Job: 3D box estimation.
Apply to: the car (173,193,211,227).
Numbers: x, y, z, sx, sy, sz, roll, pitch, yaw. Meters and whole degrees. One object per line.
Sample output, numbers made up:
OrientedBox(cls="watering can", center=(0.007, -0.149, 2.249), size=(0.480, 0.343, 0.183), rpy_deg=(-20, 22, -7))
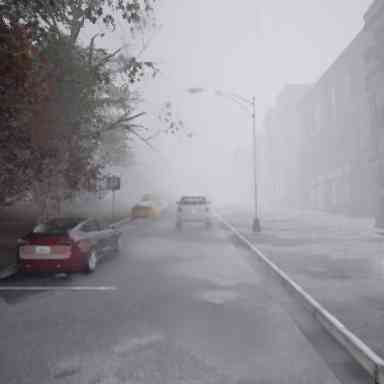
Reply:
OrientedBox(cls="car", center=(0.100, 1.211, 22.652), size=(2.150, 2.045, 5.566), rpy_deg=(0, 0, 0))

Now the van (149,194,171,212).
OrientedBox(cls="van", center=(-3.649, 1.228, 38.627), size=(1.878, 1.987, 4.442), rpy_deg=(0, 0, 2))

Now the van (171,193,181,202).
OrientedBox(cls="van", center=(-3.649, 1.225, 77.620), size=(1.878, 1.987, 4.442), rpy_deg=(0, 0, 2))

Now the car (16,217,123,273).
OrientedBox(cls="car", center=(-3.652, 1.507, 10.686), size=(2.163, 1.488, 4.792), rpy_deg=(0, 0, 2))

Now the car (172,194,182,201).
OrientedBox(cls="car", center=(-3.655, 1.325, 83.043), size=(2.185, 1.767, 4.553), rpy_deg=(0, 0, 2))

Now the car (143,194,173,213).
OrientedBox(cls="car", center=(-3.653, 1.207, 32.969), size=(2.435, 2.045, 5.566), rpy_deg=(0, 0, 2))

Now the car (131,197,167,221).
OrientedBox(cls="car", center=(-3.653, 1.463, 27.364), size=(2.097, 1.535, 5.008), rpy_deg=(0, 0, 2))

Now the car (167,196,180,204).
OrientedBox(cls="car", center=(-3.653, 1.490, 66.360), size=(2.002, 1.452, 4.674), rpy_deg=(0, 0, 2))

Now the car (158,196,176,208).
OrientedBox(cls="car", center=(-3.653, 1.449, 49.645), size=(2.097, 1.535, 5.008), rpy_deg=(0, 0, 2))

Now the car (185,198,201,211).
OrientedBox(cls="car", center=(0.105, 1.476, 41.649), size=(1.837, 1.490, 4.892), rpy_deg=(0, 0, 0))
